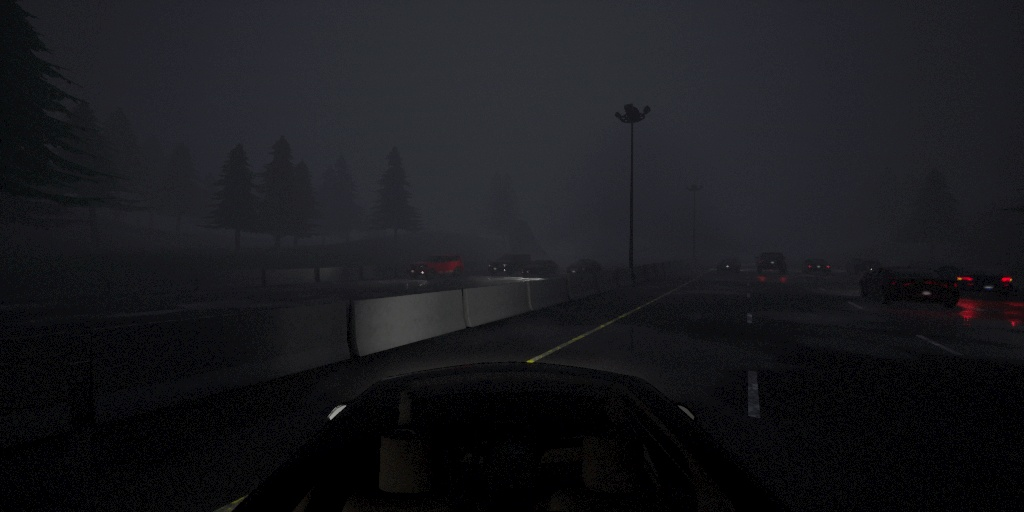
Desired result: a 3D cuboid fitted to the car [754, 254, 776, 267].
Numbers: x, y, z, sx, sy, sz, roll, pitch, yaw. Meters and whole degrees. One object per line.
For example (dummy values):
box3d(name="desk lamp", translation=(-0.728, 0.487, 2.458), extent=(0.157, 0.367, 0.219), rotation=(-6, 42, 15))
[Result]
box3d(name="car", translation=(33.008, 0.584, 46.881), extent=(2.128, 1.511, 4.902), rotation=(0, 1, 33))

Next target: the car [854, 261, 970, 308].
box3d(name="car", translation=(16.294, 1.158, 14.974), extent=(1.882, 1.535, 5.008), rotation=(0, 1, 33))

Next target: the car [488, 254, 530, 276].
box3d(name="car", translation=(-0.024, 0.809, 35.076), extent=(2.150, 2.045, 5.566), rotation=(0, 0, 34))

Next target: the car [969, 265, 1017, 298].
box3d(name="car", translation=(22.284, 1.156, 17.734), extent=(1.812, 1.442, 4.674), rotation=(0, 1, 33))

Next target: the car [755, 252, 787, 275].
box3d(name="car", translation=(24.831, 0.628, 34.403), extent=(2.150, 2.045, 5.566), rotation=(0, 1, 33))

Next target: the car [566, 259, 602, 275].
box3d(name="car", translation=(6.560, 1.067, 32.338), extent=(2.128, 1.511, 4.902), rotation=(0, 1, 34))

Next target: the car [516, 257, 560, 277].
box3d(name="car", translation=(2.681, 1.099, 32.823), extent=(1.837, 1.490, 4.892), rotation=(0, 0, 34))

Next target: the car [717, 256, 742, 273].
box3d(name="car", translation=(22.280, 0.956, 36.899), extent=(1.994, 1.385, 4.181), rotation=(0, 1, 33))

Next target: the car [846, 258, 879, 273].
box3d(name="car", translation=(32.066, 0.870, 32.675), extent=(1.837, 1.490, 4.892), rotation=(0, 1, 33))

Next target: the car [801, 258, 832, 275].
box3d(name="car", translation=(28.392, 0.934, 33.492), extent=(2.033, 1.411, 5.357), rotation=(0, 1, 36))

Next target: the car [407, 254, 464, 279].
box3d(name="car", translation=(-6.580, 0.872, 31.506), extent=(2.150, 2.045, 5.566), rotation=(0, 1, 33))
